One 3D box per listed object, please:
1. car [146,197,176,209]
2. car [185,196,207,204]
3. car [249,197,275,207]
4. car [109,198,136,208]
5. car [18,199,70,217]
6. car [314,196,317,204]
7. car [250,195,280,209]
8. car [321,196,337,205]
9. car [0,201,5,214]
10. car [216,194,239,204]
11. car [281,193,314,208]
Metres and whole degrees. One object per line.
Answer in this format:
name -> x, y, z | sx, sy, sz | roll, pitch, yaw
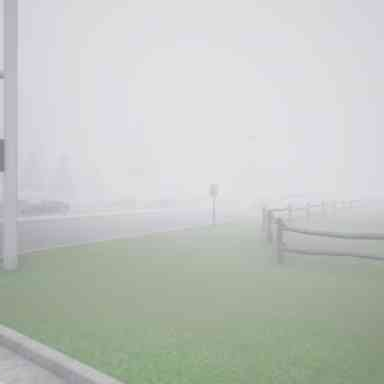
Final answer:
car -> -4.183, 1.480, 45.354 | 2.128, 1.511, 4.902 | 0, 0, 35
car -> 0.910, 1.576, 64.583 | 2.033, 1.411, 5.357 | 0, 0, 36
car -> 11.191, 1.539, 53.050 | 2.033, 1.411, 5.357 | 0, 0, 36
car -> -10.180, 1.549, 48.992 | 1.994, 1.385, 4.181 | 0, 0, 35
car -> -13.894, 1.480, 31.411 | 2.128, 1.511, 4.902 | 0, 0, 35
car -> 20.743, 1.215, 60.168 | 2.150, 2.045, 5.566 | 0, 0, 37
car -> 9.597, 1.345, 44.674 | 2.097, 1.767, 4.553 | 0, 0, 35
car -> 24.334, 1.520, 59.149 | 1.812, 1.442, 4.674 | 0, 0, 36
car -> -19.400, 1.511, 35.756 | 1.812, 1.442, 4.674 | 0, 0, 35
car -> 6.556, 1.316, 60.444 | 2.150, 2.045, 5.566 | 0, 0, 36
car -> 14.576, 1.216, 45.675 | 2.150, 2.045, 5.566 | 0, 0, 35
